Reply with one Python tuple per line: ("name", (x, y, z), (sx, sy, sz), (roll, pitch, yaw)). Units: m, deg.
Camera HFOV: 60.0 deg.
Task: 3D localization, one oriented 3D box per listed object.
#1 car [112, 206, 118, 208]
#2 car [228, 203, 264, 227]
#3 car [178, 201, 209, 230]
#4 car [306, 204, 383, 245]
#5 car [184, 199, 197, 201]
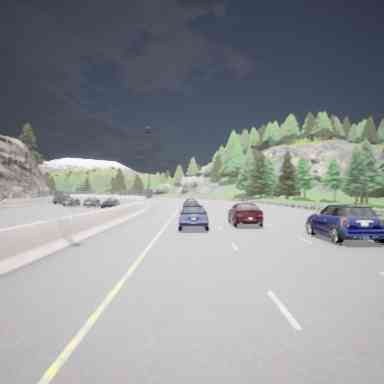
("car", (-10.977, 1.548, 45.285), (2.033, 1.411, 5.357), (0, 0, -3))
("car", (3.597, 1.479, 22.913), (1.882, 1.535, 5.008), (0, 0, 0))
("car", (0.096, 1.548, 21.124), (2.033, 1.411, 5.357), (0, 0, 0))
("car", (7.098, 1.353, 15.791), (2.097, 1.767, 4.553), (0, 0, 0))
("car", (-0.176, 1.565, 42.500), (1.994, 1.385, 4.181), (0, 0, -3))
